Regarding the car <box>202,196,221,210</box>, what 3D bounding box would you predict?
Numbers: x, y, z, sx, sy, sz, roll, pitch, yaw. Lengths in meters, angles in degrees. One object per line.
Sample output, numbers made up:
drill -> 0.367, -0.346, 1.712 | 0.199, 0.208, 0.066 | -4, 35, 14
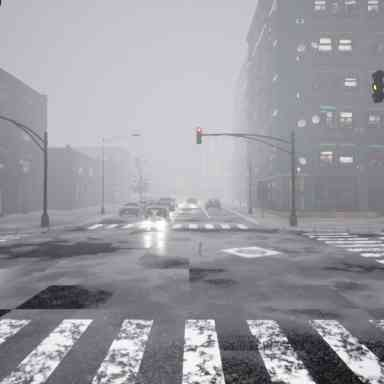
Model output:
car -> 2.720, 1.452, 43.225 | 1.967, 1.590, 4.097 | 1, 0, 0

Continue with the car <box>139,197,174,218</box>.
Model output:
car -> -3.088, 1.500, 29.946 | 2.128, 1.511, 4.902 | 0, 0, 0

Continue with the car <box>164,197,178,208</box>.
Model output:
car -> -3.074, 1.539, 49.071 | 1.812, 1.442, 4.674 | 0, 0, 0

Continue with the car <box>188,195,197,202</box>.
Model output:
car -> 0.023, 1.378, 69.892 | 1.812, 1.442, 4.674 | 0, 0, 0

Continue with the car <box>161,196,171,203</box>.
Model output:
car -> -5.654, 1.604, 71.600 | 1.802, 1.307, 4.206 | 1, 0, 0

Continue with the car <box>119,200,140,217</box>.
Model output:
car -> -5.742, 1.554, 31.798 | 1.887, 1.381, 4.507 | 1, 0, 0

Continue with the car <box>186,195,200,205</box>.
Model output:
car -> 0.020, 1.495, 59.466 | 1.882, 1.535, 5.008 | 0, 0, 0

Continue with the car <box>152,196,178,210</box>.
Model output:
car -> -3.083, 1.363, 38.965 | 2.097, 1.767, 4.553 | 0, 0, 0
